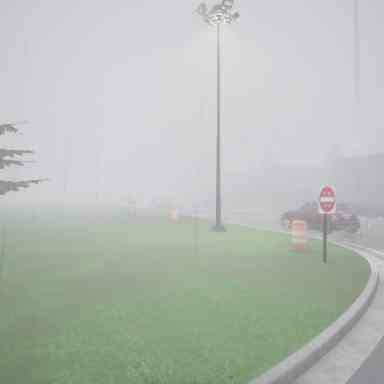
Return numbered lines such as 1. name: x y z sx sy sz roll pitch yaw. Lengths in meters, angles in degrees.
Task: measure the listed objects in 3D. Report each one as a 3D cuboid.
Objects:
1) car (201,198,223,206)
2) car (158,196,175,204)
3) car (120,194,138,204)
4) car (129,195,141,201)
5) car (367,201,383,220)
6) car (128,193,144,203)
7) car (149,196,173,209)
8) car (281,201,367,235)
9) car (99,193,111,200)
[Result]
1. car: 3.182 1.601 54.647 1.895 1.301 4.718 0 0 -23
2. car: -5.043 1.526 64.538 1.812 1.442 4.674 0 0 -23
3. car: -12.497 1.563 64.379 1.994 1.385 4.181 0 0 -23
4. car: -15.072 1.595 87.609 1.895 1.301 4.718 0 0 -23
5. car: 14.643 1.491 28.279 2.128 1.511 4.902 0 0 -23
6. car: -11.685 1.478 71.039 1.882 1.535 5.008 0 0 -23
7. car: -4.546 1.526 46.086 1.812 1.442 4.674 0 0 -24
8. car: 7.170 1.351 19.135 2.097 1.767 4.553 0 0 -23
9. car: -24.480 1.525 91.694 2.128 1.511 4.902 0 0 -23
